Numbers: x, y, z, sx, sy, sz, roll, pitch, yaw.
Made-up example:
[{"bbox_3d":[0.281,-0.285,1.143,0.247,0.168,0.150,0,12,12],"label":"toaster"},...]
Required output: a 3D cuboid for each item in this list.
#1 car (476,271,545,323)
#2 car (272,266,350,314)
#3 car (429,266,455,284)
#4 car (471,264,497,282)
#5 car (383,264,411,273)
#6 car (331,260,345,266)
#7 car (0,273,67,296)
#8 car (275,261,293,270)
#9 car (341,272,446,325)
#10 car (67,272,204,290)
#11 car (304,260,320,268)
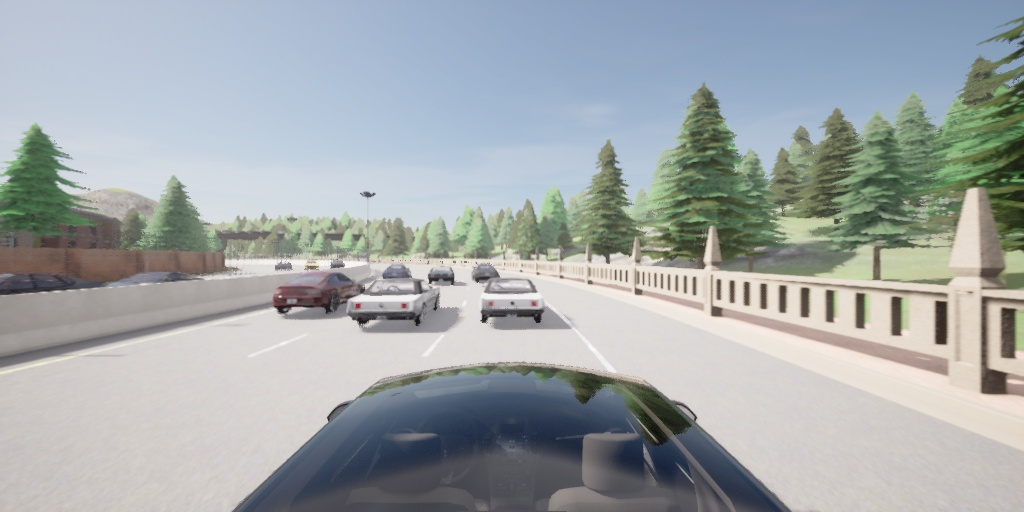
[{"bbox_3d":[-0.106,1.372,12.294,1.895,1.301,4.718,0,0,-3],"label":"car"},{"bbox_3d":[-7.242,1.300,13.865,1.812,1.442,4.674,0,0,-4],"label":"car"},{"bbox_3d":[-5.342,1.402,27.243,1.895,1.301,4.718,0,0,-10],"label":"car"},{"bbox_3d":[-2.271,1.370,29.456,1.994,1.385,4.181,0,0,-11],"label":"car"},{"bbox_3d":[-9.390,1.370,29.396,1.994,1.385,4.181,0,0,-12],"label":"car"},{"bbox_3d":[-26.707,1.336,55.160,1.882,1.535,5.008,0,0,-29],"label":"car"},{"bbox_3d":[-17.818,1.320,12.659,2.033,1.411,5.357,0,0,-3],"label":"car"},{"bbox_3d":[-33.200,1.415,52.376,1.994,1.385,4.181,0,0,-29],"label":"car"},{"bbox_3d":[-3.581,1.371,11.834,1.895,1.301,4.718,0,0,-3],"label":"car"},{"bbox_3d":[-14.504,1.340,14.583,1.994,1.385,4.181,0,0,-5],"label":"car"},{"bbox_3d":[-29.662,1.332,53.257,1.882,1.535,5.008,0,0,-29],"label":"car"}]
